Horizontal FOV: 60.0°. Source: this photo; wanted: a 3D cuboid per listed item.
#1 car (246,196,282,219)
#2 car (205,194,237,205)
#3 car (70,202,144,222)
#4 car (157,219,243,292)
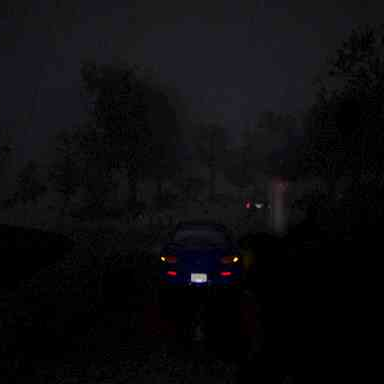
[{"bbox_3d":[5.667,1.077,25.970,2.097,1.767,4.553,0,1,23],"label":"car"},{"bbox_3d":[3.967,0.985,46.929,1.882,1.535,5.008,1,0,-45],"label":"car"},{"bbox_3d":[-5.757,1.359,22.947,4.718,1.301,1.895,0,1,3],"label":"car"},{"bbox_3d":[0.223,1.434,8.610,1.812,1.442,4.674,0,1,2],"label":"car"}]
